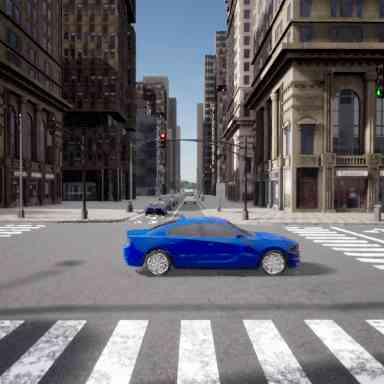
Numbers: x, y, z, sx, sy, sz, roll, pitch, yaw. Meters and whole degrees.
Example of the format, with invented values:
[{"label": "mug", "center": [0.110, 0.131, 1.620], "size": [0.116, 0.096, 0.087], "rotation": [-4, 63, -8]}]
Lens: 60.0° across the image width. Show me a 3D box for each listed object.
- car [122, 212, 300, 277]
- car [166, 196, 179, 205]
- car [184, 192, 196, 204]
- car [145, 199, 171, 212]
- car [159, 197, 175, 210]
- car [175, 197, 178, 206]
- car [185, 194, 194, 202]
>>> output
[{"label": "car", "center": [0.538, 1.475, 9.660], "size": [5.008, 1.535, 1.882], "rotation": [0, 0, 0]}, {"label": "car", "center": [-3.522, 1.532, 60.926], "size": [2.033, 1.411, 5.357], "rotation": [0, 0, 0]}, {"label": "car", "center": [-0.381, 1.206, 62.418], "size": [2.150, 2.045, 5.566], "rotation": [0, 0, 0]}, {"label": "car", "center": [-3.354, 1.592, 31.589], "size": [1.895, 1.301, 4.718], "rotation": [0, 0, -1]}, {"label": "car", "center": [-3.429, 1.493, 40.918], "size": [1.837, 1.490, 4.892], "rotation": [0, 0, 0]}, {"label": "car", "center": [-3.485, 1.512, 50.248], "size": [1.812, 1.442, 4.674], "rotation": [0, 0, -1]}, {"label": "car", "center": [-0.536, 1.338, 72.844], "size": [2.097, 1.767, 4.553], "rotation": [0, 0, 0]}]
